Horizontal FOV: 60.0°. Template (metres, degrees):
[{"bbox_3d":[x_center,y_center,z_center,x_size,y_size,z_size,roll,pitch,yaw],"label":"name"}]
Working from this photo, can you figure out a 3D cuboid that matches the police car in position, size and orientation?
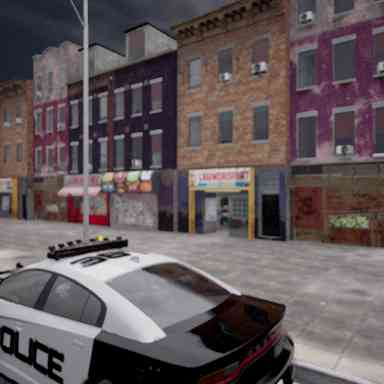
[{"bbox_3d":[-1.400,1.431,4.263,5.238,1.638,1.930,0,0,35],"label":"police car"}]
